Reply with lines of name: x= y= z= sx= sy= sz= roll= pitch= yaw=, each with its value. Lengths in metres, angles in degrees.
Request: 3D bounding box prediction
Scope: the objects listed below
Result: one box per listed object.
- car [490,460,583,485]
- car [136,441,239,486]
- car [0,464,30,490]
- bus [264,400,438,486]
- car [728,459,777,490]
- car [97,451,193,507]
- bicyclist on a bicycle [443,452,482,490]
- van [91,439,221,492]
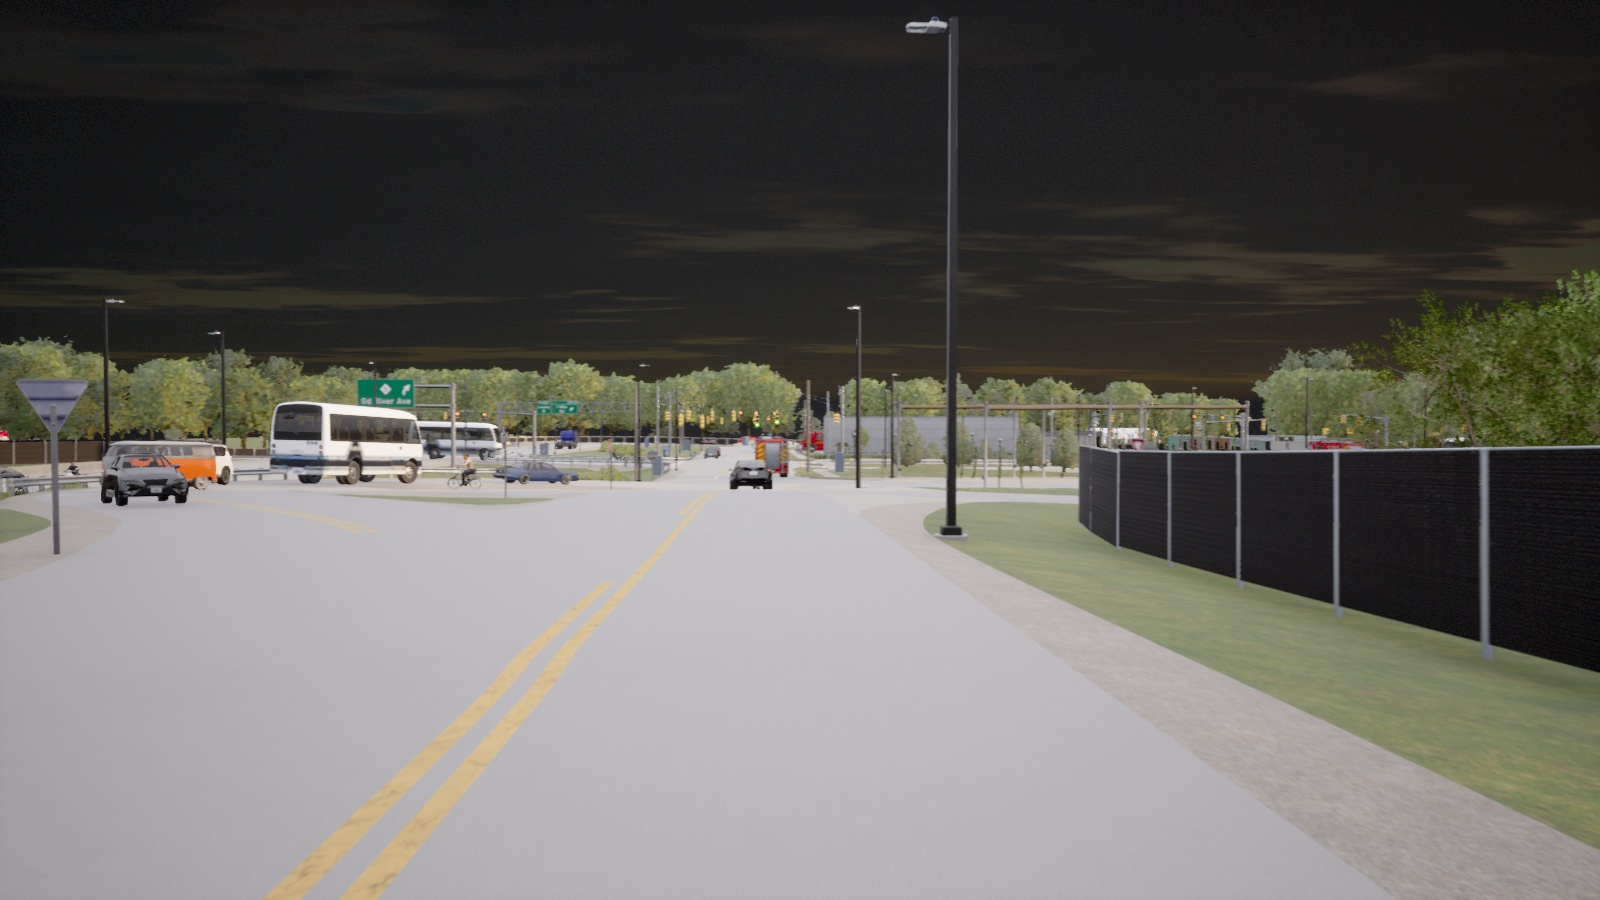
car: x=-16.504 y=1.409 z=78.743 sx=5.357 sy=1.411 sz=2.033 roll=2 pitch=1 yaw=-43
car: x=-29.232 y=0.651 z=60.170 sx=2.150 sy=2.045 sz=5.566 roll=0 pitch=0 yaw=0
car: x=-46.400 y=1.576 z=72.027 sx=1.994 sy=1.385 sz=4.181 roll=0 pitch=1 yaw=-2
bus: x=-24.267 y=-0.309 z=68.753 sx=3.944 sy=4.253 sz=10.273 roll=1 pitch=0 yaw=13
car: x=-2.409 y=1.239 z=62.587 sx=2.163 sy=1.488 sz=4.792 roll=0 pitch=-2 yaw=-6
car: x=-18.879 y=0.800 z=36.123 sx=1.816 sy=1.474 sz=4.193 roll=-1 pitch=0 yaw=-36
bicyclist on a bicycle: x=-14.805 y=0.920 z=55.127 sx=1.509 sy=1.612 sz=0.866 roll=0 pitch=-1 yaw=-2
van: x=-25.280 y=0.603 z=49.458 sx=1.775 sy=1.987 sz=4.442 roll=-1 pitch=-1 yaw=23
